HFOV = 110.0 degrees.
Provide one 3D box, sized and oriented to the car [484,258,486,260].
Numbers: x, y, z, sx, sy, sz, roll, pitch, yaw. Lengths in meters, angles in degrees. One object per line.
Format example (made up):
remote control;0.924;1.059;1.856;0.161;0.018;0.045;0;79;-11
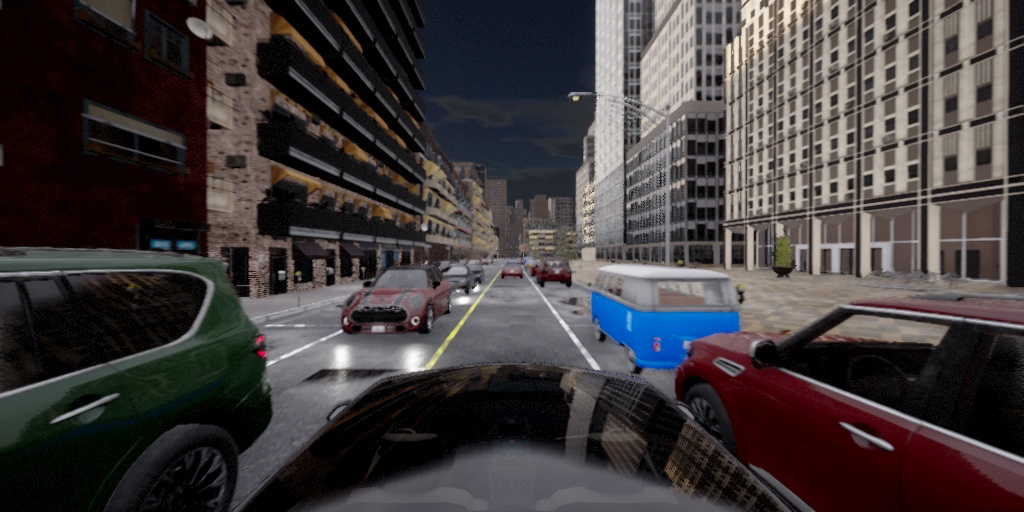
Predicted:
car;-5.677;1.228;56.923;1.888;1.381;4.507;0;0;0

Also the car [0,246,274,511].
car;-3.085;0.974;0.714;2.150;2.045;5.566;0;0;0

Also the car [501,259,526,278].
car;0.030;1.269;32.936;1.994;1.385;4.181;0;0;1

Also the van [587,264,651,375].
van;2.691;1.080;7.182;1.690;1.789;3.998;0;0;0

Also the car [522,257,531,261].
car;2.702;1.211;51.565;1.751;1.417;4.829;0;0;0

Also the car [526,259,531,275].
car;2.697;1.247;34.816;1.888;1.381;4.507;0;0;0

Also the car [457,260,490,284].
car;-2.994;1.280;26.813;2.033;1.411;5.357;0;0;0

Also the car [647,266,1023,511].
car;2.689;1.065;1.657;2.192;1.841;5.009;0;0;0

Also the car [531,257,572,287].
car;2.695;1.030;23.762;2.192;1.841;5.009;0;0;0

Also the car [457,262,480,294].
car;-3.090;1.245;20.057;1.812;1.442;4.674;0;0;0

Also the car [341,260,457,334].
car;-3.090;1.086;10.530;2.097;1.767;4.553;0;0;0
